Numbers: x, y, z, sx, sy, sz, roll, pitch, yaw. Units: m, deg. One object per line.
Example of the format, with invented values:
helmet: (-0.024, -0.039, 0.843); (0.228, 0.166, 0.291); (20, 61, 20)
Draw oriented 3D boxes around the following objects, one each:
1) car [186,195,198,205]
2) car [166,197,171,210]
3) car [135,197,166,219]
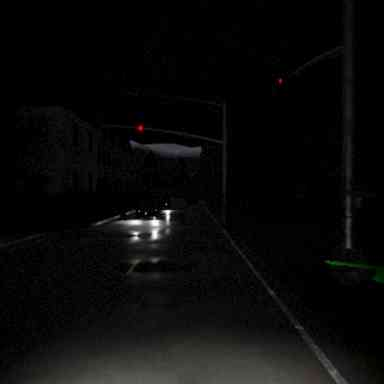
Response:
car: (0.054, 1.284, 53.965); (2.128, 1.511, 4.902); (0, 0, 0)
car: (-3.539, 1.349, 40.595); (1.837, 1.490, 4.892); (0, 0, 0)
car: (-3.564, 1.397, 28.017); (1.837, 1.490, 4.892); (0, 0, 0)
